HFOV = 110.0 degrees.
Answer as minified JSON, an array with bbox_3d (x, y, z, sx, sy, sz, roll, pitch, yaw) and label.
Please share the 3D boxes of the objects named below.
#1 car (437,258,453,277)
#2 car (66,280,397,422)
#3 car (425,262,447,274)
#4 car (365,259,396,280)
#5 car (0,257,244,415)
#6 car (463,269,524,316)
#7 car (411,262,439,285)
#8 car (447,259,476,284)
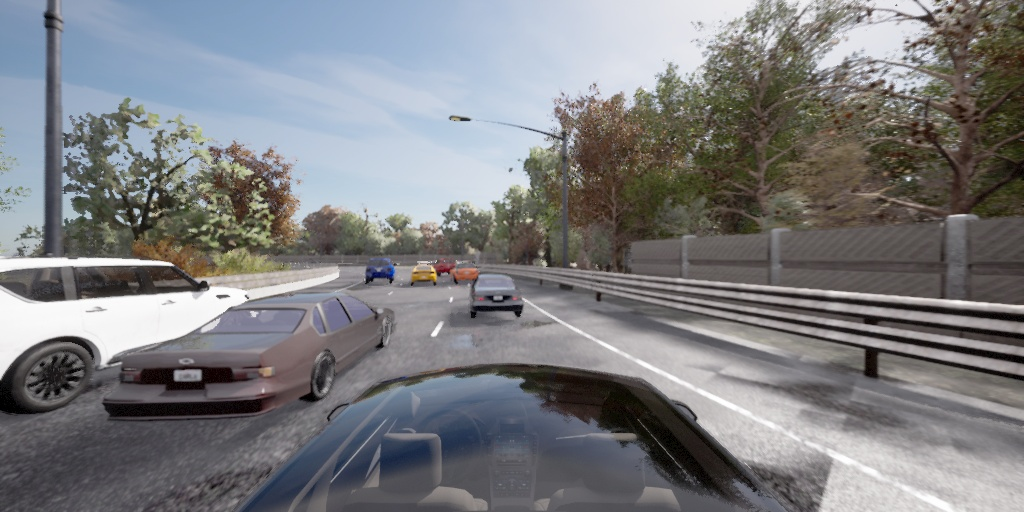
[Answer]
[{"bbox_3d":[-7.954,1.325,42.486,2.150,2.045,5.566,0,-1,-21],"label":"car"},{"bbox_3d":[-3.617,1.351,6.365,2.033,1.411,5.357,0,0,-3],"label":"car"},{"bbox_3d":[-10.588,1.667,49.411,2.128,1.511,4.902,0,0,-23],"label":"car"},{"bbox_3d":[-11.272,1.254,30.885,2.150,2.045,5.566,0,0,-16],"label":"car"},{"bbox_3d":[-7.132,1.042,6.223,2.150,2.045,5.566,0,0,-2],"label":"car"},{"bbox_3d":[-0.718,1.396,13.846,2.033,1.411,5.357,0,0,-6],"label":"car"},{"bbox_3d":[-7.261,1.480,29.424,1.882,1.535,5.008,0,-1,-14],"label":"car"},{"bbox_3d":[-4.130,1.349,30.729,2.097,1.767,4.553,0,0,-15],"label":"car"}]
